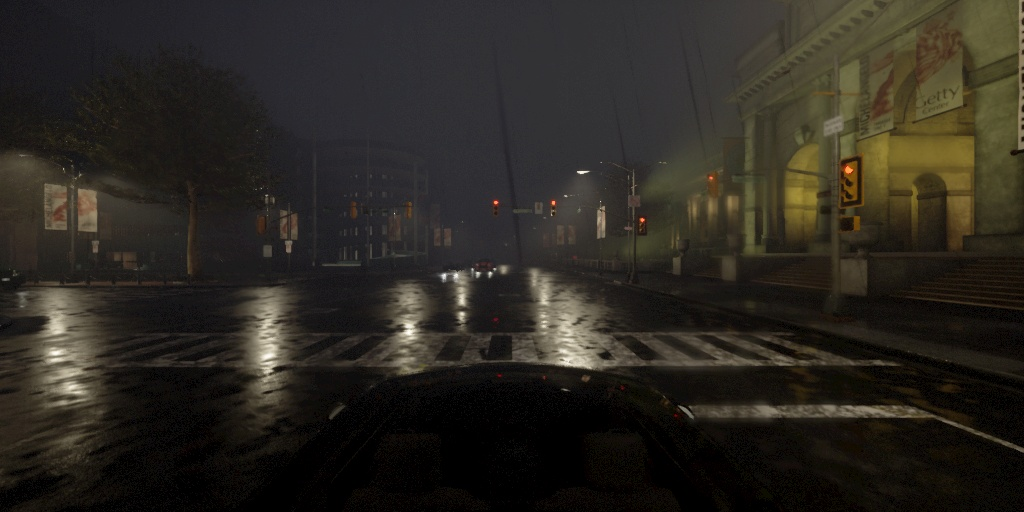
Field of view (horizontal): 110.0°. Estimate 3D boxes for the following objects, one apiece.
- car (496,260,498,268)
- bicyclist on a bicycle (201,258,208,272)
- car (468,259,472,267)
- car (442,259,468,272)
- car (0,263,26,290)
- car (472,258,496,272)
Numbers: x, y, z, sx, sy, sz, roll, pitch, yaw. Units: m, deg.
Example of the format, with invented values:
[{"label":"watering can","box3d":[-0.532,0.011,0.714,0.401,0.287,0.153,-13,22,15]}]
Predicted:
[{"label":"car","box3d":[-3.605,1.227,60.577,1.882,1.535,5.008,0,0,0]},{"label":"bicyclist on a bicycle","box3d":[-34.228,1.050,39.560,0.582,1.620,1.656,0,0,0]},{"label":"car","box3d":[-7.088,1.255,59.404,1.837,1.490,4.892,0,0,1]},{"label":"car","box3d":[-7.324,1.350,45.225,1.895,1.301,4.718,0,0,5]},{"label":"car","box3d":[-31.114,0.971,20.095,5.566,2.045,2.150,0,0,0]},{"label":"car","box3d":[-3.592,1.101,46.855,2.097,1.767,4.553,0,0,0]}]
